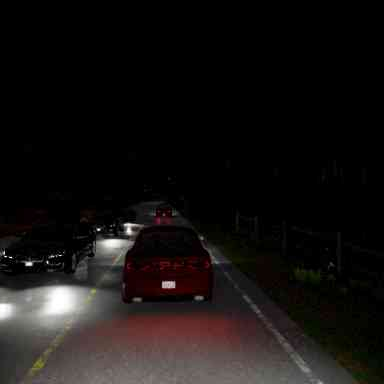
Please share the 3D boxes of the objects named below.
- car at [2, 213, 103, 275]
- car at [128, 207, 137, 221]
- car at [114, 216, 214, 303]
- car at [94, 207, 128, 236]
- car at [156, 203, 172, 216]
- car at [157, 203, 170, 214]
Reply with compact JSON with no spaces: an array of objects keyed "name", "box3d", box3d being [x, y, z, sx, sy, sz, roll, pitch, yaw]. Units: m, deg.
[{"name":"car","box3d":[-4.481,1.681,11.135,1.837,1.490,4.892,0,-1,-5]},{"name":"car","box3d":[-6.156,2.085,30.442,1.994,1.385,4.181,0,-1,-5]},{"name":"car","box3d":[-0.648,1.612,8.626,1.882,1.535,5.008,0,-1,-5]},{"name":"car","box3d":[-5.303,1.849,20.562,1.837,1.490,4.892,0,-1,-5]},{"name":"car","box3d":[-3.352,2.286,39.561,1.895,1.301,4.718,0,-1,-5]},{"name":"car","box3d":[-4.220,2.367,49.496,1.837,1.490,4.892,0,-1,-5]}]
